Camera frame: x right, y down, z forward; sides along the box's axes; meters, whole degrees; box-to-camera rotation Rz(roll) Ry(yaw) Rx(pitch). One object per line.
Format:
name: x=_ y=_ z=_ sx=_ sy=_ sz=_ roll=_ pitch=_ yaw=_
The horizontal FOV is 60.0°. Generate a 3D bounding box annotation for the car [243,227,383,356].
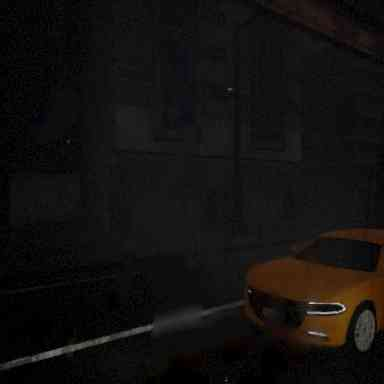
car: x=3.153 y=1.474 z=6.240 sx=5.008 sy=1.535 sz=1.882 roll=0 pitch=0 yaw=-35
